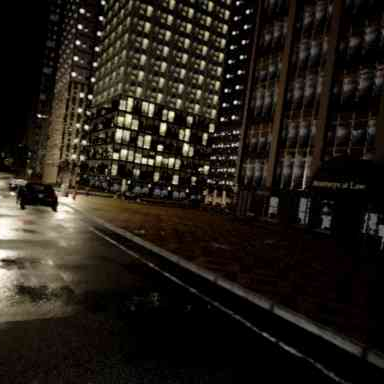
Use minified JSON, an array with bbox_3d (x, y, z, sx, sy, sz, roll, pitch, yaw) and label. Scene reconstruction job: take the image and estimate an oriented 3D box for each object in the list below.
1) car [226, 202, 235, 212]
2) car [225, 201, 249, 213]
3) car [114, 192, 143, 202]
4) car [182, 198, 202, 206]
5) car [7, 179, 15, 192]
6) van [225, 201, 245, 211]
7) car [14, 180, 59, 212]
[{"bbox_3d":[9.178,3.339,63.236,4.313,1.339,1.947,8,0,-32],"label":"car"},{"bbox_3d":[9.562,3.129,70.168,4.553,1.767,2.097,8,0,-32],"label":"car"},{"bbox_3d":[-9.674,0.694,51.113,4.403,1.369,2.008,8,0,-32],"label":"car"},{"bbox_3d":[0.062,1.874,67.332,4.097,1.590,1.967,8,0,-32],"label":"car"},{"bbox_3d":[-18.087,-0.628,34.695,1.895,1.301,4.718,7,0,-31],"label":"car"},{"bbox_3d":[9.535,3.095,73.338,3.998,1.788,1.690,8,0,-32],"label":"van"},{"bbox_3d":[-9.920,0.128,21.287,2.097,1.767,4.553,7,0,-31],"label":"car"}]
